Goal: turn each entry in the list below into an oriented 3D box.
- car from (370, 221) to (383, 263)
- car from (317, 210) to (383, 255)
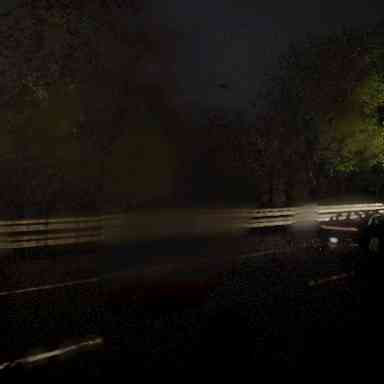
[{"bbox_3d":[7.321,1.546,9.126,5.357,1.411,2.033,0,0,-35],"label":"car"},{"bbox_3d":[6.993,1.490,13.192,4.902,1.511,2.128,0,0,-36],"label":"car"}]
